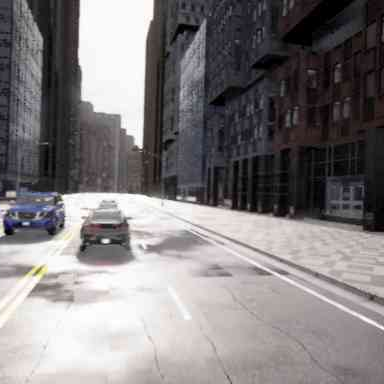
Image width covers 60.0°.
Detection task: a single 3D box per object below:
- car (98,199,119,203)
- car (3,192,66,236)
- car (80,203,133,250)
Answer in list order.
[{"bbox_3d":[-7.943,1.358,31.733,1.812,1.442,4.674,2,0,-14],"label":"car"},{"bbox_3d":[-7.947,1.016,17.342,2.150,2.045,5.566,2,0,-14],"label":"car"},{"bbox_3d":[-3.539,1.429,13.816,1.837,1.490,4.892,2,0,-14],"label":"car"}]
